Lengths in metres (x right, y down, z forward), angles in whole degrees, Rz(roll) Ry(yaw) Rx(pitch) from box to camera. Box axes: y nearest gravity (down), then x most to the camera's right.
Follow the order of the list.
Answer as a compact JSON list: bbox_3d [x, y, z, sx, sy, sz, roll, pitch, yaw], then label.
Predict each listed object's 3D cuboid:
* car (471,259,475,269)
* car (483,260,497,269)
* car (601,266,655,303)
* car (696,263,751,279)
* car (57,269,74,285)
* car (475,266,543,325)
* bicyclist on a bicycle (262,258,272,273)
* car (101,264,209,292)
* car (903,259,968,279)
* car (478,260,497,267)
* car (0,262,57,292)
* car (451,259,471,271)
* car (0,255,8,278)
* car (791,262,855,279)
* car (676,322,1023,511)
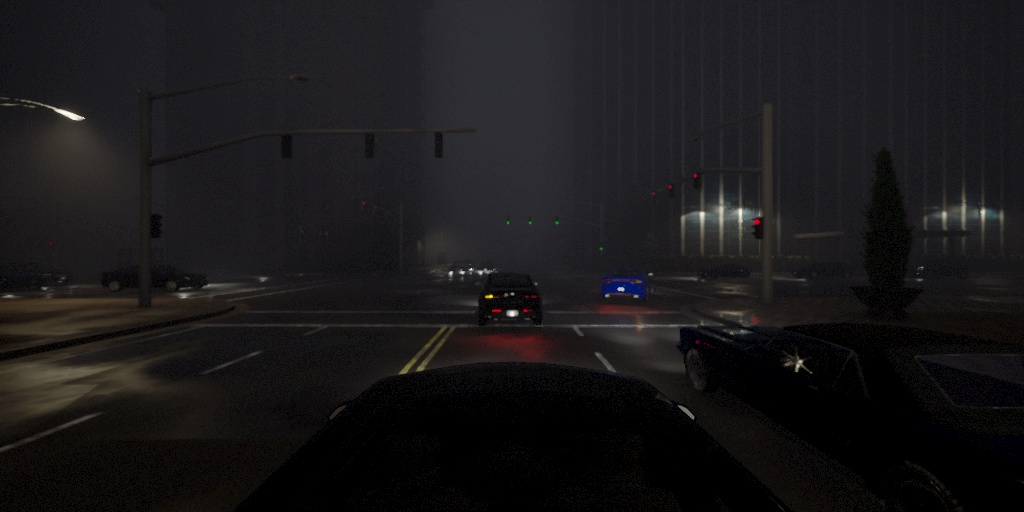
[{"bbox_3d":[-7.050,1.233,57.752,1.837,1.490,4.892,0,0,0],"label":"car"},{"bbox_3d":[-3.543,1.292,58.721,1.994,1.385,4.181,0,0,0],"label":"car"},{"bbox_3d":[5.558,1.222,17.022,1.882,1.535,5.008,-1,0,25],"label":"car"},{"bbox_3d":[18.712,1.303,31.803,4.181,1.385,1.994,0,0,-1],"label":"car"},{"bbox_3d":[-32.636,1.232,24.106,4.902,1.511,2.128,0,0,0],"label":"car"},{"bbox_3d":[-0.162,1.252,11.832,1.837,1.490,4.892,0,0,-4],"label":"car"},{"bbox_3d":[-26.412,1.036,38.640,0.582,1.620,1.656,0,0,-1],"label":"bicyclist on a bicycle"},{"bbox_3d":[-20.495,1.220,20.720,5.008,1.535,1.882,0,0,-2],"label":"car"},{"bbox_3d":[37.397,1.091,31.978,4.553,1.767,2.097,0,0,0],"label":"car"},{"bbox_3d":[-3.581,1.295,50.365,1.994,1.385,4.181,0,0,0],"label":"car"},{"bbox_3d":[-30.062,1.220,20.637,5.008,1.535,1.882,0,0,0],"label":"car"},{"bbox_3d":[-7.081,1.258,48.495,1.812,1.442,4.674,0,0,0],"label":"car"},{"bbox_3d":[-48.273,0.958,31.481,5.566,2.045,2.150,0,0,5],"label":"car"},{"bbox_3d":[27.564,1.244,31.891,4.892,1.490,1.837,0,0,-1],"label":"car"},{"bbox_3d":[3.600,1.350,3.738,1.895,1.301,4.718,0,0,0],"label":"car"}]
